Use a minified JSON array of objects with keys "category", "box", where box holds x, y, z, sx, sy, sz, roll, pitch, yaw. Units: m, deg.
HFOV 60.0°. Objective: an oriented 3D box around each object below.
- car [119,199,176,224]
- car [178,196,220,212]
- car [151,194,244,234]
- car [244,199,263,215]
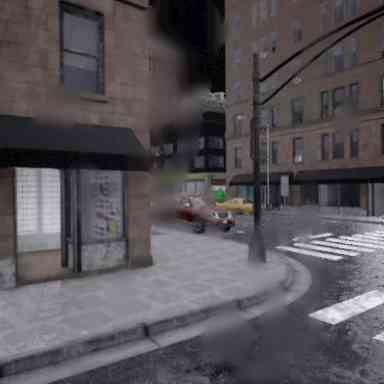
[{"category":"car","box":[-3.110,1.223,22.447,1.887,1.381,4.507,0,1,-36]},{"category":"car","box":[0.578,1.087,31.882,1.802,1.307,4.206,0,1,-36]},{"category":"car","box":[0.111,1.074,18.008,2.192,1.841,5.009,0,1,-36]},{"category":"car","box":[3.696,1.105,27.581,1.752,1.417,4.829,0,1,-36]}]
